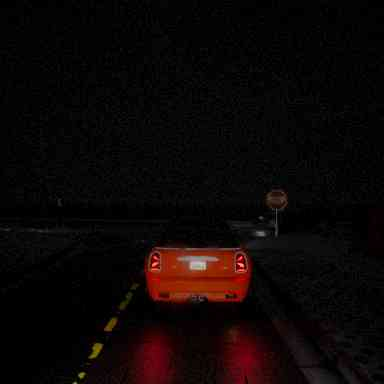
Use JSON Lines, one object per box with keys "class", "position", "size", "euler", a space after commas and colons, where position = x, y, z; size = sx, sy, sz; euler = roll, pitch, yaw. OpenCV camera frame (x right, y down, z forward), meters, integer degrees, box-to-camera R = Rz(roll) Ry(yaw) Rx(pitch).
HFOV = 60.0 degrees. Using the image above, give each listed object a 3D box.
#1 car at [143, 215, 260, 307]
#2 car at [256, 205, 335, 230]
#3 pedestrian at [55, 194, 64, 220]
{"class": "car", "position": [0.182, 1.354, 8.150], "size": [2.097, 1.767, 4.553], "euler": [0, 0, 2]}
{"class": "car", "position": [6.542, 1.589, 21.470], "size": [5.008, 1.535, 1.882], "euler": [1, 0, -1]}
{"class": "pedestrian", "position": [-9.673, 1.069, 24.313], "size": [0.375, 1.860, 0.375], "euler": [0, -1, 0]}
